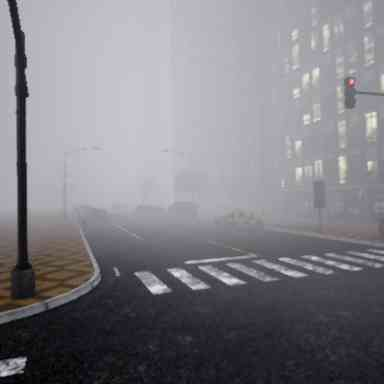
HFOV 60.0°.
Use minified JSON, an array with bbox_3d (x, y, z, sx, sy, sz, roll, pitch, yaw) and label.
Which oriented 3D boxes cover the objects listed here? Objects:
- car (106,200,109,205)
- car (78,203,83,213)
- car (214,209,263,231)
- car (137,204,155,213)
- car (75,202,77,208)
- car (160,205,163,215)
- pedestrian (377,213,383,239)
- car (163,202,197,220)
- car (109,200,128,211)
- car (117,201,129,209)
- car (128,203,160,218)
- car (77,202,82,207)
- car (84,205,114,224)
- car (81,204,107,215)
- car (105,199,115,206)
[{"bbox_3d":[-20.841,3.165,87.361,2.008,1.369,4.403,0,-1,-21],"label":"car"},{"bbox_3d":[-14.814,2.590,47.409,1.802,1.307,4.206,0,-1,-21],"label":"car"},{"bbox_3d":[3.114,1.893,23.344,1.752,1.417,4.829,0,-1,-21],"label":"car"},{"bbox_3d":[-6.982,2.481,50.388,1.802,1.307,4.206,0,-1,-21],"label":"car"},{"bbox_3d":[-28.677,3.163,84.393,1.967,1.590,4.097,0,-1,-21],"label":"car"},{"bbox_3d":[-5.002,2.341,45.107,1.887,1.381,4.507,0,-1,-21],"label":"car"},{"bbox_3d":[9.062,1.582,15.891,0.375,1.300,0.375,0,-1,-21],"label":"pedestrian"},{"bbox_3d":[-1.046,1.904,34.548,2.192,1.841,5.009,0,-1,-21],"label":"car"},{"bbox_3d":[-13.386,2.664,60.064,1.812,1.442,4.674,-1,-1,-21],"label":"car"},{"bbox_3d":[-14.902,2.749,71.518,1.967,1.590,4.097,0,-1,-21],"label":"car"},{"bbox_3d":[-5.847,2.238,39.960,2.128,1.511,4.902,-1,-1,-21],"label":"car"},{"bbox_3d":[-16.794,2.655,52.693,1.887,1.381,4.507,0,-1,-21],"label":"car"},{"bbox_3d":[-8.873,2.263,31.561,1.947,1.339,4.313,0,-1,-21],"label":"car"},{"bbox_3d":[-10.854,2.352,36.844,2.008,1.369,4.403,0,-1,-21],"label":"car"},{"bbox_3d":[-22.822,3.030,92.646,2.192,1.841,5.009,0,-1,-21],"label":"car"}]
